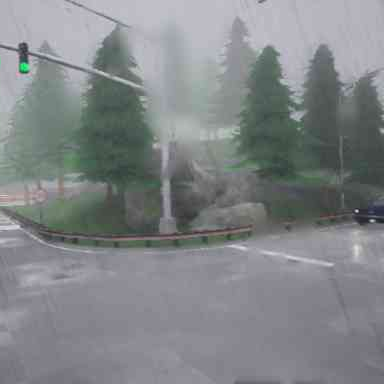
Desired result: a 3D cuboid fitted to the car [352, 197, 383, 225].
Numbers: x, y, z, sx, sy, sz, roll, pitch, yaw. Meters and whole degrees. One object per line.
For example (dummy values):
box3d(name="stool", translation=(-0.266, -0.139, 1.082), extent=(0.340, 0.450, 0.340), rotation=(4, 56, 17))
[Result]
box3d(name="car", translation=(9.758, 0.880, 15.986), extent=(4.718, 1.301, 1.895), rotation=(-3, 2, -35))
